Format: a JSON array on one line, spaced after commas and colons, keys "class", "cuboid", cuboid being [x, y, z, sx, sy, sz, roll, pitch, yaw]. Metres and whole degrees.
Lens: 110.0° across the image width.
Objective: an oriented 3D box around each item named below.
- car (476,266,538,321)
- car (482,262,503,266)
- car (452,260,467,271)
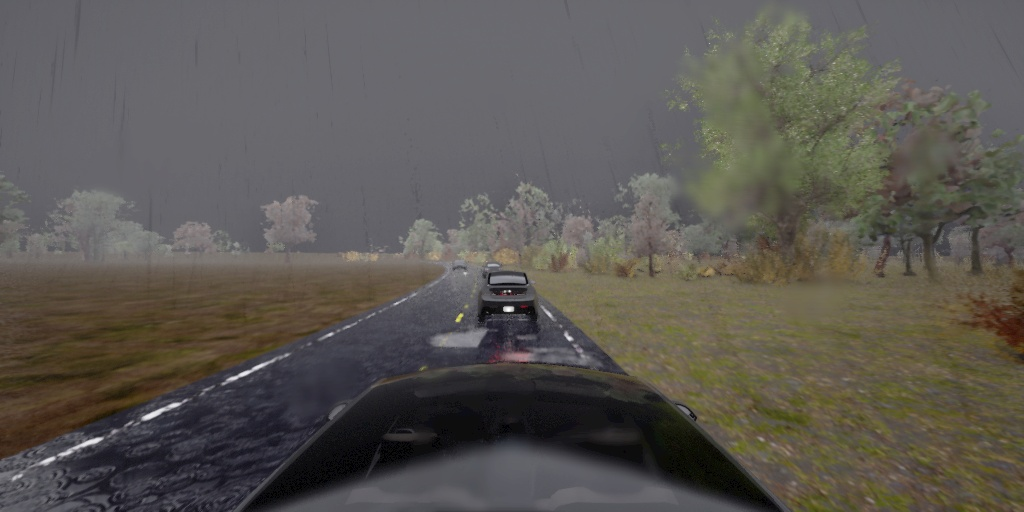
[{"class": "car", "cuboid": [-0.190, 1.255, 12.556, 1.837, 1.490, 4.892, 0, 0, -2]}, {"class": "car", "cuboid": [-1.787, 1.272, 33.332, 1.812, 1.442, 4.674, 0, 0, -6]}, {"class": "car", "cuboid": [-7.074, 1.248, 48.701, 1.837, 1.490, 4.892, 0, -1, -9]}]
